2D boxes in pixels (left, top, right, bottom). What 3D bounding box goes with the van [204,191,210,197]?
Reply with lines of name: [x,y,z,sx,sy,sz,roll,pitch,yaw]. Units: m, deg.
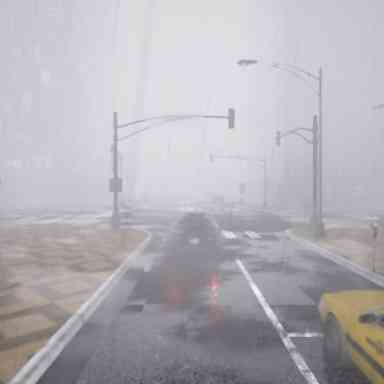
van: [4.164,0.501,92.440,1.690,1.788,3.998,0,1,0]

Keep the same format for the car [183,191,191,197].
car: [-1.157,0.443,79.539,2.033,1.411,5.357,0,1,0]

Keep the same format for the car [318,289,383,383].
car: [2.583,1.499,2.828,1.752,1.417,4.829,0,1,0]

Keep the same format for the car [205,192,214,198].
car: [4.159,0.710,81.387,1.967,1.590,4.097,0,1,0]

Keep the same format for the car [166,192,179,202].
car: [-3.732,1.066,59.281,1.802,1.307,4.206,0,1,0]

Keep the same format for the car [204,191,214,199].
car: [4.157,0.640,75.857,2.192,1.841,5.009,0,1,0]

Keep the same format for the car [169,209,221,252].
car: [0.134,1.408,13.102,1.812,1.442,4.674,0,1,1]

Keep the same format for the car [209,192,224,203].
car: [4.195,1.102,53.751,1.947,1.339,4.313,0,1,0]

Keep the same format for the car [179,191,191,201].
car: [-1.178,0.985,64.164,2.033,1.411,5.357,0,1,1]

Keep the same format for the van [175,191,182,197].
van: [-3.716,0.501,92.444,1.690,1.788,3.998,0,1,0]

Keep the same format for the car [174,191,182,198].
car: [-3.718,0.655,86.918,1.967,1.590,4.097,0,1,0]
